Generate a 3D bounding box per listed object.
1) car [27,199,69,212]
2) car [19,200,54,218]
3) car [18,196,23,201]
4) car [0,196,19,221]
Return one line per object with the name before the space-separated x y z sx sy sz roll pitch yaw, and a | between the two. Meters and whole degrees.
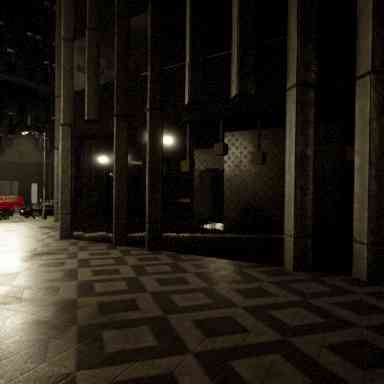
car | -17.569 1.635 40.771 1.947 1.339 4.313 1 0 35
car | -13.870 1.743 31.235 1.947 1.339 4.313 1 0 35
car | -20.822 1.354 36.162 2.192 1.841 5.009 1 0 35
car | -17.124 1.463 26.626 2.192 1.841 5.009 1 0 35
